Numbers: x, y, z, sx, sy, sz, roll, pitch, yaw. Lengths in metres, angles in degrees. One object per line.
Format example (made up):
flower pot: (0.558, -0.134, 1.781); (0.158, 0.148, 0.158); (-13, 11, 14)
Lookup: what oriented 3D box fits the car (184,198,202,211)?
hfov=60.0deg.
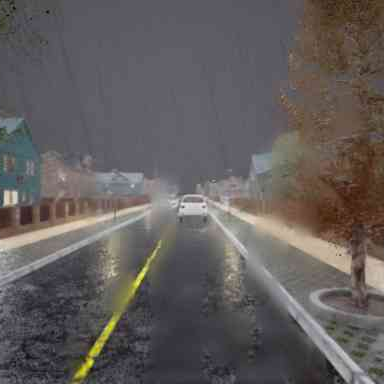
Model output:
car: (0.123, 1.623, 43.628); (2.128, 1.511, 4.902); (0, 0, 0)

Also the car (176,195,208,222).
car: (0.111, 1.289, 27.399); (2.150, 2.045, 5.566); (0, -1, 0)

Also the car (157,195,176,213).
car: (-2.824, 1.336, 39.620); (2.150, 2.045, 5.566); (0, 0, 0)
